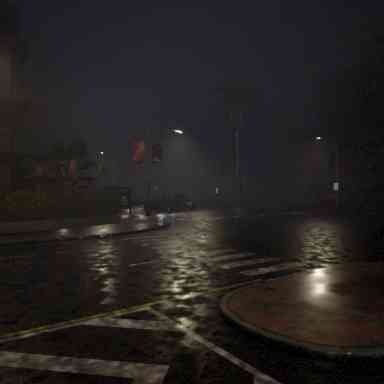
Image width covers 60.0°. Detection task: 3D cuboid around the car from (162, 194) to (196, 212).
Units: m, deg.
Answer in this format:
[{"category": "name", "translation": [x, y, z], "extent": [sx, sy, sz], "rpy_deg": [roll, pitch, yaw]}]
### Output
[{"category": "car", "translation": [-1.777, 1.225, 39.793], "extent": [2.150, 2.045, 5.566], "rpy_deg": [0, 0, -35]}]

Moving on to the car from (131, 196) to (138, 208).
[{"category": "car", "translation": [-8.203, 1.601, 49.002], "extent": [1.895, 1.301, 4.718], "rpy_deg": [0, 0, -35]}]

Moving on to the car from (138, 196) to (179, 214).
[{"category": "car", "translation": [-3.728, 1.526, 36.455], "extent": [1.812, 1.442, 4.674], "rpy_deg": [0, 0, -35]}]

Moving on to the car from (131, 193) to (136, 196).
[{"category": "car", "translation": [-13.392, 1.220, 68.456], "extent": [2.150, 2.045, 5.566], "rpy_deg": [0, 0, -39]}]
